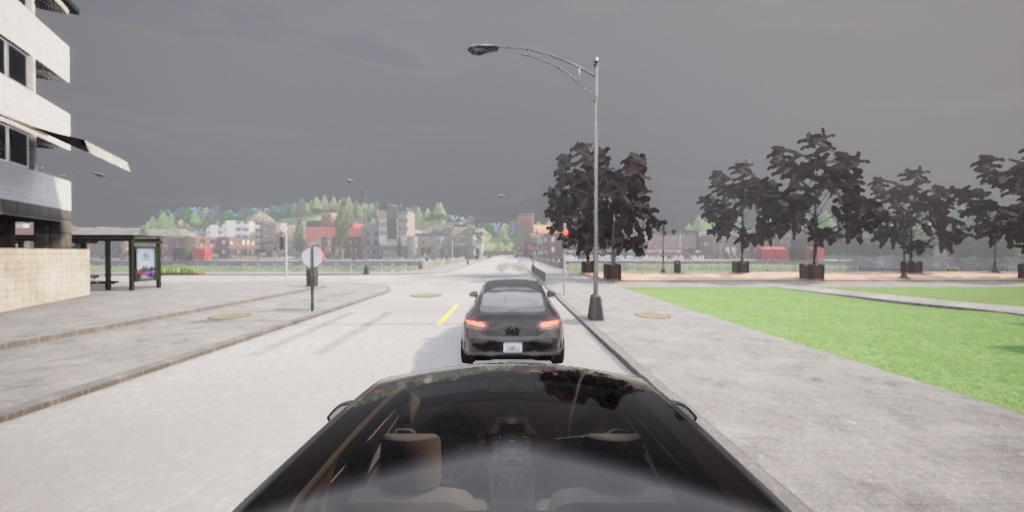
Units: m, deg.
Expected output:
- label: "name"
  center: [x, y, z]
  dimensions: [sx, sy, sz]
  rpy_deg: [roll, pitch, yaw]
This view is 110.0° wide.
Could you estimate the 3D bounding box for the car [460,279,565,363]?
- label: "car"
  center: [0.007, 1.216, 7.802]
  dimensions: [1.812, 1.442, 4.674]
  rpy_deg: [0, 1, 0]
